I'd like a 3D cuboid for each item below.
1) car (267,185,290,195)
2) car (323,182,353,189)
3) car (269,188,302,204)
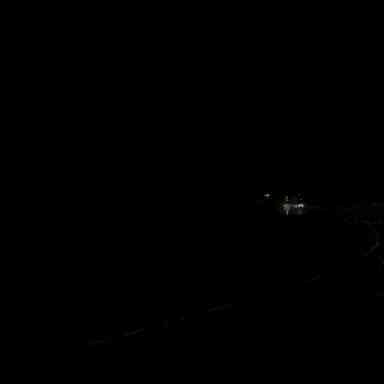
[{"bbox_3d":[14.969,-0.318,57.306,1.994,1.385,4.181,-1,3,42],"label":"car"},{"bbox_3d":[28.359,-1.314,64.611,5.357,1.411,2.033,-3,2,-9],"label":"car"},{"bbox_3d":[10.555,0.368,37.800,2.097,1.767,4.553,-3,2,-12],"label":"car"}]
